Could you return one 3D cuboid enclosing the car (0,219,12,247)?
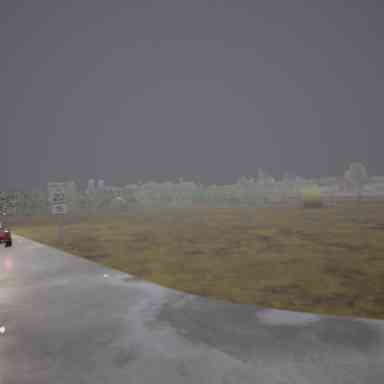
[{"bbox_3d":[-10.056,1.952,16.223,1.812,1.442,4.674,-4,1,-36],"label":"car"}]
